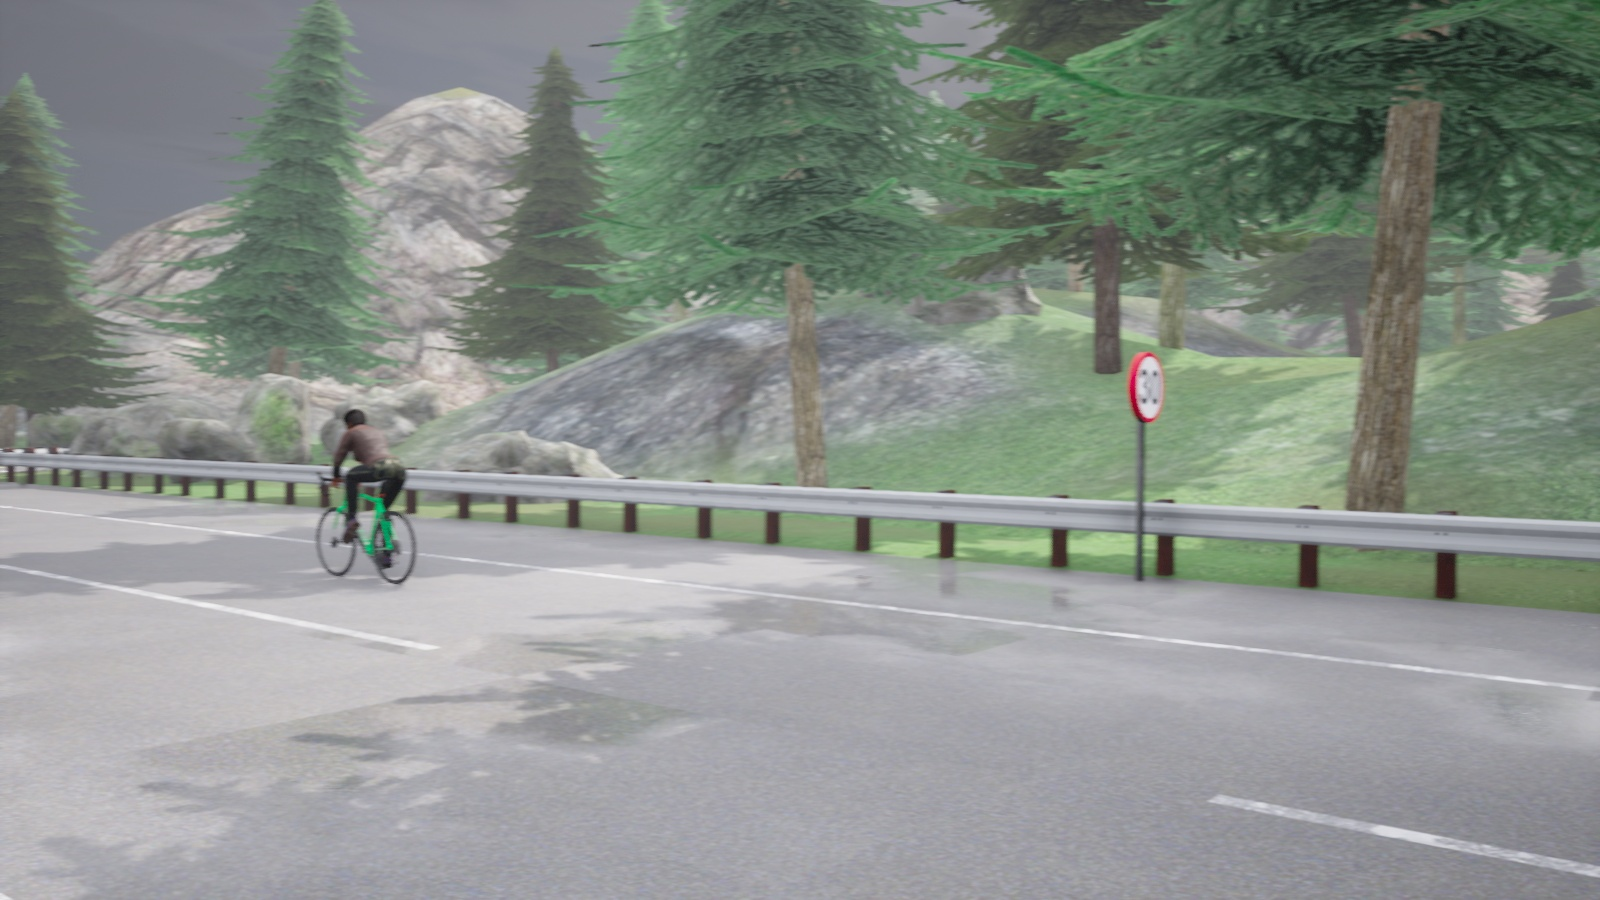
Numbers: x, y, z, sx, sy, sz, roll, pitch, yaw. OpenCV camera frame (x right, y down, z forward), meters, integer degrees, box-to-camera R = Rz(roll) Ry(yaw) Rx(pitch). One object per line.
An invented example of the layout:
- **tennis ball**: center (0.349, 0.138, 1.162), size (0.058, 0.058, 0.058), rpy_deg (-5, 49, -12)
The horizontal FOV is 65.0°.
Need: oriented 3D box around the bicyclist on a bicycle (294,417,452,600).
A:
- **bicyclist on a bicycle**: center (-4.047, 0.513, 11.860), size (1.656, 1.620, 0.582), rpy_deg (0, 1, 39)
